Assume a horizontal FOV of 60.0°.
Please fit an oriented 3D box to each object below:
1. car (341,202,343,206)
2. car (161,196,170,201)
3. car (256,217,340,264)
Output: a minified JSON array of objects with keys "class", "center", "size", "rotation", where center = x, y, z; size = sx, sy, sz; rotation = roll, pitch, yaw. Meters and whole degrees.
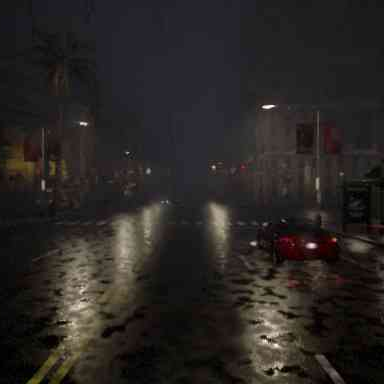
[{"class":"car","center":[25.457,1.591,50.950],"size":[4.892,1.490,1.837],"rotation":[-1,0,0]},{"class":"car","center":[-6.913,1.747,88.269],"size":[1.895,1.301,4.718],"rotation":[0,0,3]},{"class":"car","center":[3.566,1.583,11.906],"size":[1.994,1.385,4.181],"rotation":[0,0,0]}]
